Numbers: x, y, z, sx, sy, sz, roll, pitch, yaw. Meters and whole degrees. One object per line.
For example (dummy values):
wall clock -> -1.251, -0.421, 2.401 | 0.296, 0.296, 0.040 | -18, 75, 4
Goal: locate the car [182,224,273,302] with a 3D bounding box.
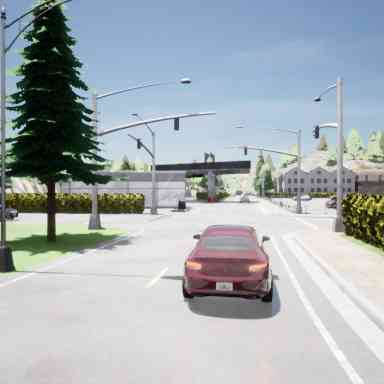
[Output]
car -> 0.939, 1.526, 8.223 | 1.812, 1.442, 4.674 | 0, 0, 9

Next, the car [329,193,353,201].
car -> 33.280, 1.097, 74.538 | 4.605, 1.855, 1.932 | 0, 0, 9

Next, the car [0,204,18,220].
car -> -16.209, 1.492, 26.253 | 4.902, 1.511, 2.128 | 0, 0, 9

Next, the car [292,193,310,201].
car -> 24.902, 1.361, 75.843 | 3.806, 1.475, 1.970 | 0, 0, 9

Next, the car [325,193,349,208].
car -> 19.527, 1.330, 42.010 | 5.027, 1.636, 2.152 | 0, 0, 9

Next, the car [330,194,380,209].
car -> 19.082, 1.340, 38.905 | 4.514, 1.523, 2.007 | 0, 0, 9

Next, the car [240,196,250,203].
car -> 10.847, 1.526, 68.051 | 1.812, 1.442, 4.674 | 0, 0, 10

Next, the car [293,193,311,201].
car -> 26.032, 1.077, 79.029 | 3.866, 1.878, 1.905 | 0, 0, 9
